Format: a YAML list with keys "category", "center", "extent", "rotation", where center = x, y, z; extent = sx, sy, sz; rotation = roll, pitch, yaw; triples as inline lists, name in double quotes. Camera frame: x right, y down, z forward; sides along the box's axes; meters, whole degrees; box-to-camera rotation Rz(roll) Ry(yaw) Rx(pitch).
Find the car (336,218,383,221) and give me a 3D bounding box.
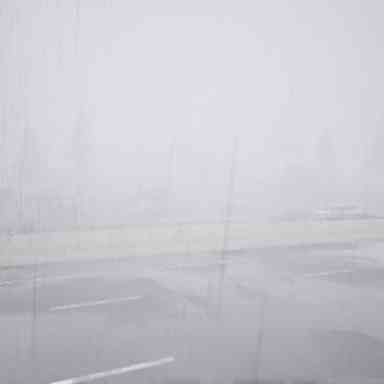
- category: "car"
  center: [13.646, 2.395, 27.112]
  extent: [4.181, 1.385, 1.994]
  rotation: [0, -2, -18]
